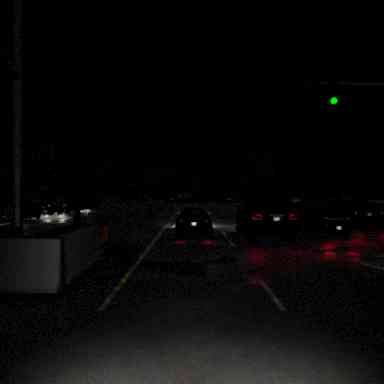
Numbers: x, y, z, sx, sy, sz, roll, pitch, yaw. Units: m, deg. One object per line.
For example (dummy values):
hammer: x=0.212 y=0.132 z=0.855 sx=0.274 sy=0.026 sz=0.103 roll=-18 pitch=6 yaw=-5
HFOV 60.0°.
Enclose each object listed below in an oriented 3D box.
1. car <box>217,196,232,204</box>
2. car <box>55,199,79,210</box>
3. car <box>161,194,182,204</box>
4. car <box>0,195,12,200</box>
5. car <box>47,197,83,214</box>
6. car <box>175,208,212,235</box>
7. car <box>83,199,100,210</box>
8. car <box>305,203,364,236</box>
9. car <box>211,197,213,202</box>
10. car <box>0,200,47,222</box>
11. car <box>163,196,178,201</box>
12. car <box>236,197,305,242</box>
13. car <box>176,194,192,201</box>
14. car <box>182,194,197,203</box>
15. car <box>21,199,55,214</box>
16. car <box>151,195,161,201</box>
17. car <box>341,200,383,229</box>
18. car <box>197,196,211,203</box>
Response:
car: x=6.767 y=1.636 z=69.403 sx=1.837 sy=1.490 sz=4.892 roll=0 pitch=0 yaw=-18
car: x=-17.574 y=1.698 z=46.936 sx=1.895 sy=1.301 sz=4.718 roll=0 pitch=0 yaw=-3
car: x=-4.405 y=1.635 z=69.975 sx=1.837 sy=1.490 sz=4.892 roll=0 pitch=0 yaw=-22
car: x=-17.517 y=1.281 z=28.548 sx=2.150 sy=2.045 sz=5.566 roll=0 pitch=0 yaw=0
car: x=-13.997 y=1.426 z=36.288 sx=2.097 sy=1.767 sz=4.553 roll=0 pitch=0 yaw=0
car: x=0.101 y=1.598 z=18.915 sx=1.994 sy=1.385 sz=4.181 roll=0 pitch=0 yaw=0
car: x=-14.051 y=1.641 z=45.551 sx=2.033 sy=1.411 sz=5.357 roll=0 pitch=0 yaw=0
car: x=7.102 y=1.522 z=18.470 sx=2.128 sy=1.511 sz=4.902 roll=0 pitch=0 yaw=0
car: x=3.369 y=1.681 z=79.012 sx=1.812 sy=1.442 sz=4.674 roll=0 pitch=0 yaw=-26
car: x=-14.035 y=1.582 z=27.330 sx=1.812 sy=1.442 sz=4.674 roll=0 pitch=0 yaw=0
car: x=-5.229 y=1.590 z=81.011 sx=1.895 sy=1.301 sz=4.718 roll=0 pitch=0 yaw=-30
car: x=3.601 y=1.250 z=16.818 sx=2.150 sy=2.045 sz=5.566 roll=0 pitch=0 yaw=0
car: x=-2.051 y=1.351 z=82.488 sx=2.097 sy=1.767 sz=4.553 roll=0 pitch=0 yaw=-30
car: x=-1.190 y=1.613 z=71.356 sx=1.882 sy=1.535 sz=5.008 roll=0 pitch=0 yaw=-22
car: x=-17.498 y=1.605 z=38.069 sx=1.812 sy=1.442 sz=4.674 roll=0 pitch=0 yaw=0
car: x=-8.362 y=1.471 z=79.456 sx=1.882 sy=1.535 sz=5.008 roll=0 pitch=0 yaw=-30
car: x=10.602 y=1.389 z=21.992 sx=2.097 sy=1.767 sz=4.553 roll=0 pitch=0 yaw=0
car: x=1.826 y=1.695 z=73.311 sx=1.994 sy=1.385 sz=4.181 roll=0 pitch=0 yaw=-22
